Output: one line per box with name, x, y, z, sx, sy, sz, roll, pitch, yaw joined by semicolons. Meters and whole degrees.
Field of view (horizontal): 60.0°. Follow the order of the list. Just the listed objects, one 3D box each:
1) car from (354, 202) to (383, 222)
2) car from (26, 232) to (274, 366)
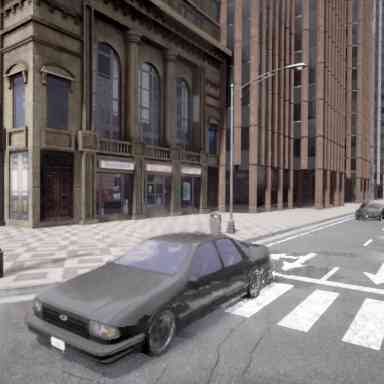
car;14.647;1.603;27.236;1.837;1.490;4.892;1;1;35
car;-0.164;1.540;6.395;2.033;1.411;5.357;1;0;35
